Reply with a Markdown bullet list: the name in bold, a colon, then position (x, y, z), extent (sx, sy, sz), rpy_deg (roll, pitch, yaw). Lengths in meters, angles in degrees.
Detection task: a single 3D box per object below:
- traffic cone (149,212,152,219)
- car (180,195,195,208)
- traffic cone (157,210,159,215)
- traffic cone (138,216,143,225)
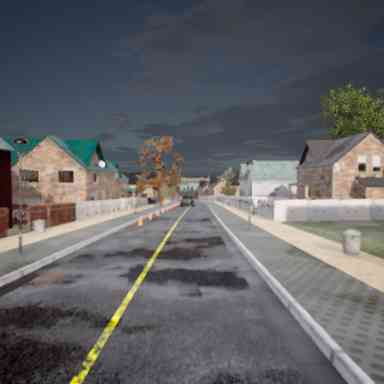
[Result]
- **traffic cone**: position (-3.569, 2.046, 28.714), extent (0.340, 0.580, 0.340), rpy_deg (0, 0, 1)
- **car**: position (-0.694, 1.456, 54.208), extent (2.150, 2.045, 5.566), rpy_deg (0, 0, 1)
- **traffic cone**: position (-3.466, 2.067, 33.728), extent (0.340, 0.580, 0.340), rpy_deg (0, 0, 1)
- **traffic cone**: position (-3.658, 2.027, 23.701), extent (0.340, 0.580, 0.340), rpy_deg (0, 0, 1)
